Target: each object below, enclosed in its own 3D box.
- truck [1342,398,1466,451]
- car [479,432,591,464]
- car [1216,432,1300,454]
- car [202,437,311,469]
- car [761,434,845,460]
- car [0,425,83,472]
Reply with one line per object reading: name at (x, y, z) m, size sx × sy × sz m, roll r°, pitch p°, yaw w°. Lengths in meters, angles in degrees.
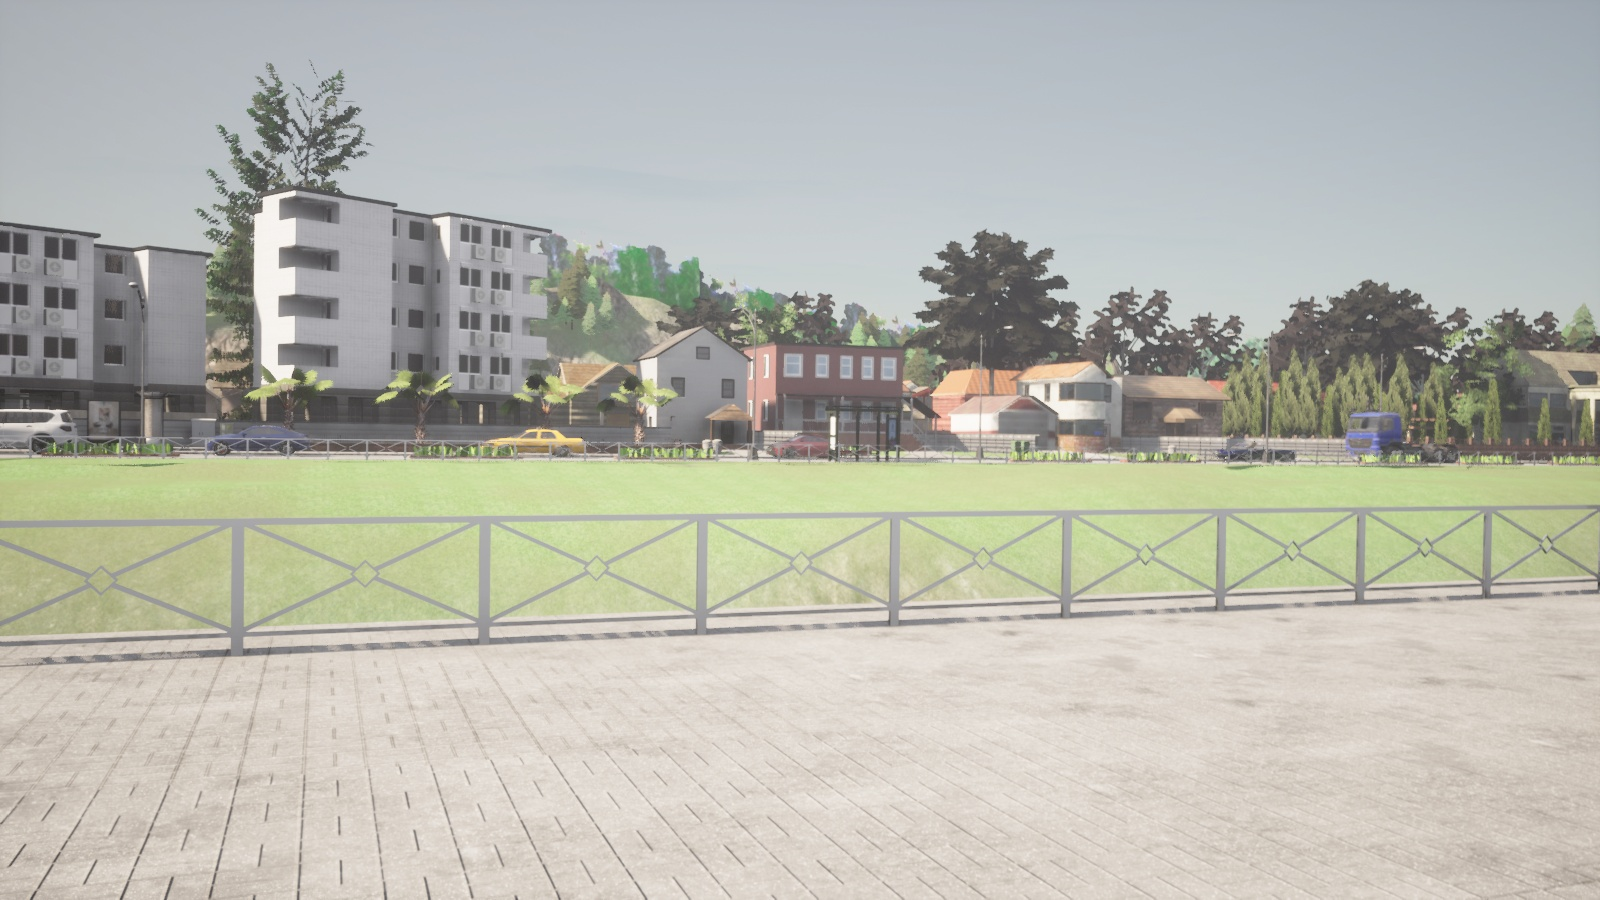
truck at (41.061, -1.748, 85.363) m, size 7.936 × 3.462 × 2.891 m, roll -1°, pitch 1°, yaw -21°
car at (-13.628, -0.124, 64.611) m, size 5.366 × 1.575 × 1.801 m, roll -1°, pitch 1°, yaw -21°
car at (27.735, -0.431, 76.038) m, size 4.718 × 1.301 × 1.895 m, roll -1°, pitch 1°, yaw -21°
car at (-25.874, 0.120, 59.963) m, size 4.674 × 1.442 × 1.812 m, roll -1°, pitch 1°, yaw -21°
car at (0.159, -0.177, 69.847) m, size 4.181 × 1.385 × 1.994 m, roll -1°, pitch 1°, yaw -21°
car at (-35.512, -0.063, 56.302) m, size 5.566 × 2.045 × 2.150 m, roll -1°, pitch 1°, yaw -21°
